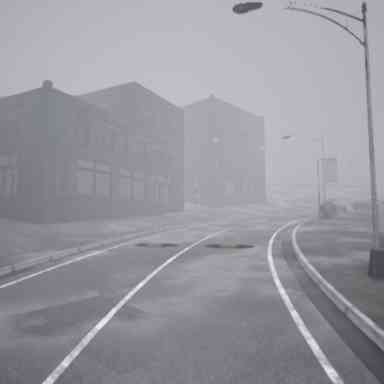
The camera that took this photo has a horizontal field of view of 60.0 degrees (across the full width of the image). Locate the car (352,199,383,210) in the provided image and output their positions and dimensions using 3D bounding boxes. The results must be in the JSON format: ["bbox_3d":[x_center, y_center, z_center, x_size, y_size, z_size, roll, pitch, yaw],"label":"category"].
[{"bbox_3d":[24.526,1.799,46.994,4.892,1.490,1.837,0,-4,-36],"label":"car"}]

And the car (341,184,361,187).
[{"bbox_3d":[39.278,-1.347,84.002,4.674,1.452,2.002,0,-5,-6],"label":"car"}]

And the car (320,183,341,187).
[{"bbox_3d":[33.755,-1.418,83.479,4.892,1.521,2.231,0,-5,-4],"label":"car"}]

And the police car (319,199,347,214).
[{"bbox_3d":[17.371,1.732,40.843,1.930,1.638,5.238,-5,-4,44],"label":"police car"}]

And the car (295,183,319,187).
[{"bbox_3d":[28.251,-1.422,83.056,4.892,1.521,2.231,0,-5,-4],"label":"car"}]

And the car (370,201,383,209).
[{"bbox_3d":[32.972,2.190,56.966,4.718,1.301,1.895,0,-5,-24],"label":"car"}]

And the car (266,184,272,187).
[{"bbox_3d":[17.339,-1.529,82.245,4.553,1.767,2.185,0,-5,-4],"label":"car"}]
